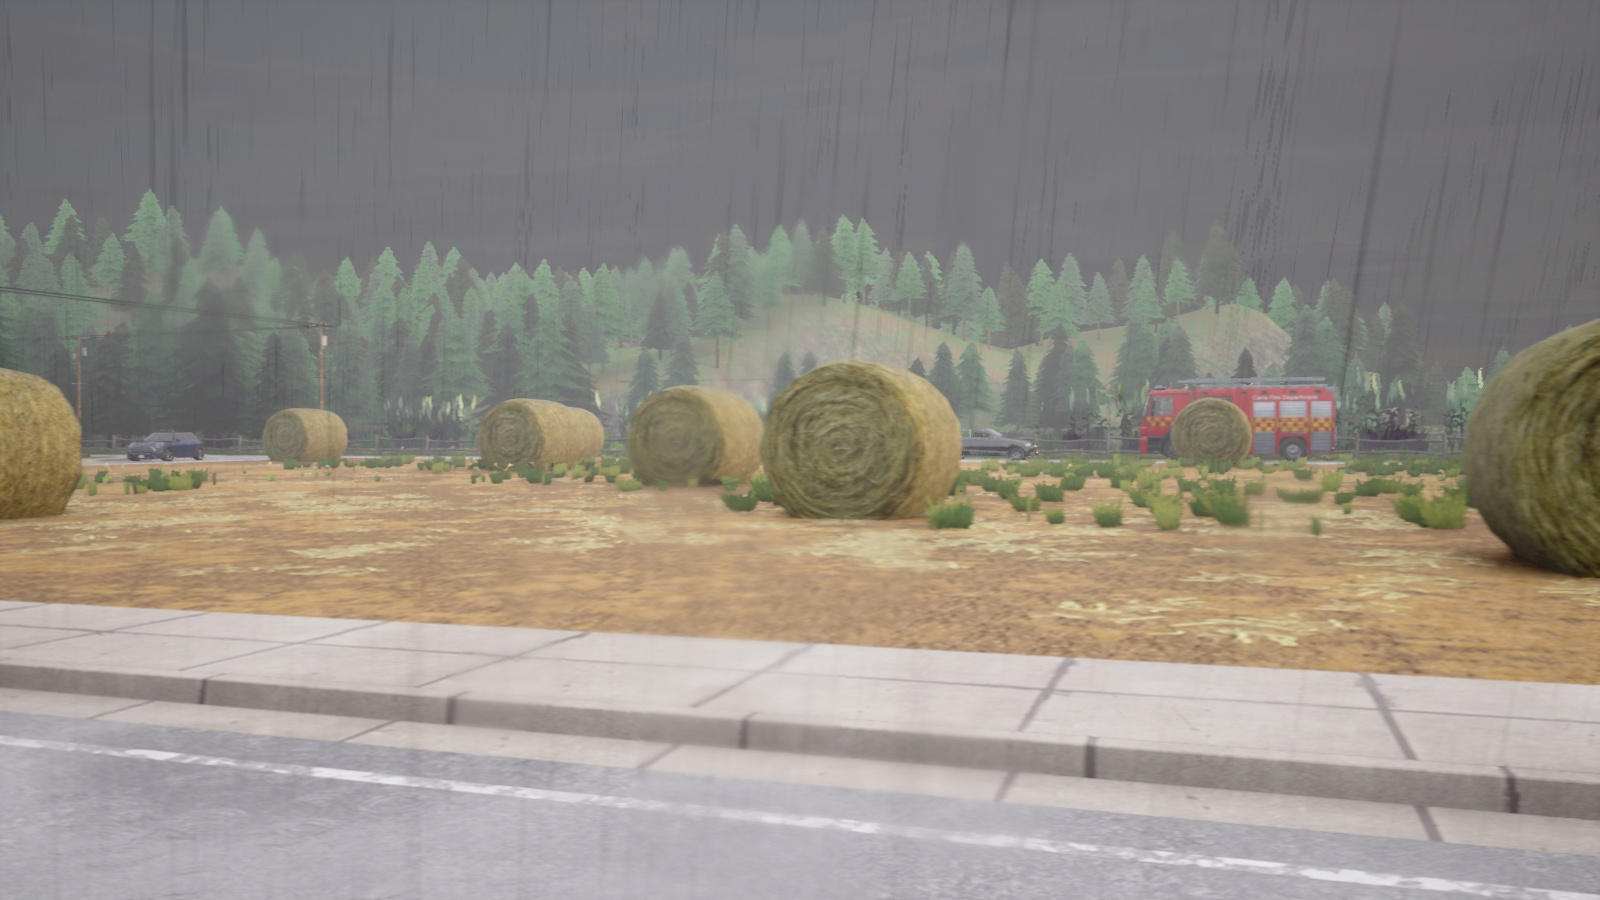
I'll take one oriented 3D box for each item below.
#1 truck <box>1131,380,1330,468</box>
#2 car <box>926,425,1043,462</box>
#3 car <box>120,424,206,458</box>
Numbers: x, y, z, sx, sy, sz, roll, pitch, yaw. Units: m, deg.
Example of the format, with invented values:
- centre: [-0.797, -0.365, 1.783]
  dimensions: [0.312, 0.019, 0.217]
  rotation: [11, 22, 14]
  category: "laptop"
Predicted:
- centre: [19.829, -1.199, 57.935]
  dimensions: [8.468, 3.827, 2.891]
  rotation: [1, 1, 22]
  category: "truck"
- centre: [8.637, -0.311, 58.774]
  dimensions: [5.027, 1.651, 2.152]
  rotation: [1, 1, 22]
  category: "car"
- centre: [-34.907, -0.524, 68.996]
  dimensions: [2.097, 1.767, 4.553]
  rotation: [0, 1, 5]
  category: "car"
